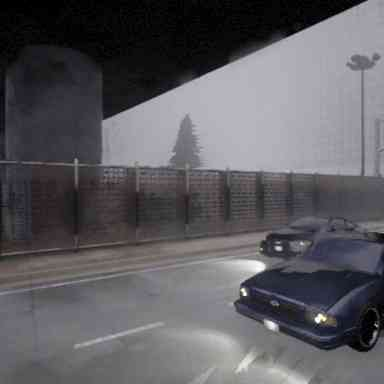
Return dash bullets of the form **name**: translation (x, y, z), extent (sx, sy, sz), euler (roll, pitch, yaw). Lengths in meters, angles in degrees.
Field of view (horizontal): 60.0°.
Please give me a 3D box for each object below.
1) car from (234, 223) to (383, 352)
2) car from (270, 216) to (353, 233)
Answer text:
- **car**: translation (3.316, 1.516, 6.298), extent (5.357, 1.411, 2.033), euler (0, 0, -35)
- **car**: translation (4.255, 1.515, 11.228), extent (4.181, 1.385, 1.994), euler (0, 0, -35)
